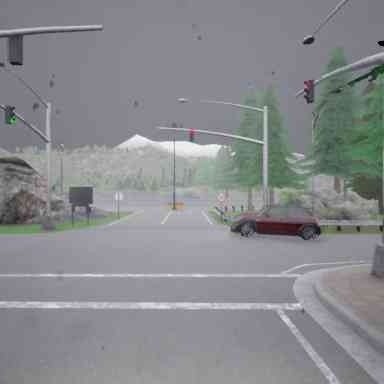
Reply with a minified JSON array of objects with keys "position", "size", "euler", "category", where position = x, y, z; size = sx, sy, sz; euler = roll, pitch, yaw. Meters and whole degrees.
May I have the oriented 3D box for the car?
[{"position":[4.355,1.468,17.653],"size":[4.553,1.767,2.097],"euler":[3,0,8],"category":"car"}]
